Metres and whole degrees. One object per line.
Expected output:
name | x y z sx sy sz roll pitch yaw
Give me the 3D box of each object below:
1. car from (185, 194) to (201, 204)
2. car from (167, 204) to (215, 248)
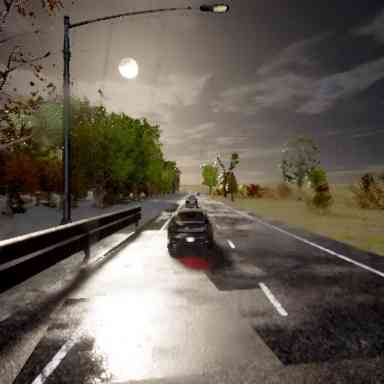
car | -0.056 1.458 50.696 2.128 1.511 4.902 0 0 0
car | -0.060 1.503 14.734 1.837 1.490 4.892 0 0 0
